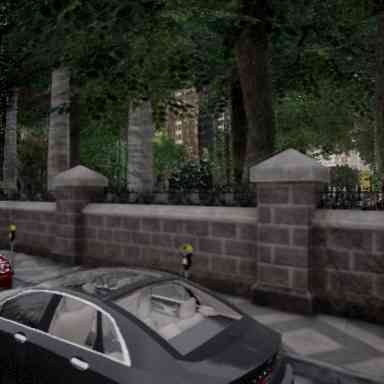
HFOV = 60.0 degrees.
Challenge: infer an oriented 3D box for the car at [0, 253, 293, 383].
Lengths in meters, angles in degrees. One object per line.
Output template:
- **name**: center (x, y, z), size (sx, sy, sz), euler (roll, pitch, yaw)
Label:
- **car**: center (-1.136, 1.558, 3.772), size (4.403, 1.369, 2.008), euler (0, 0, 36)
